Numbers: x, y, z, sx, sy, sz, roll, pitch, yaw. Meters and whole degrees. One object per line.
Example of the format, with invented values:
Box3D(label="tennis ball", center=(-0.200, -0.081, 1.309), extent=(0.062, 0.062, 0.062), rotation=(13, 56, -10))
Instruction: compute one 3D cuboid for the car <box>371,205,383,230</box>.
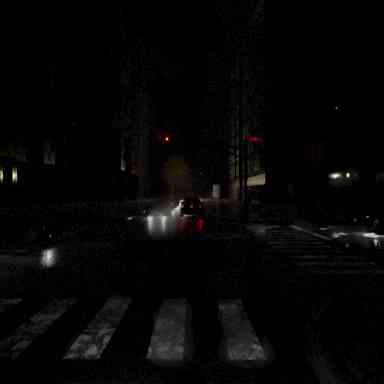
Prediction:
Box3D(label="car", center=(12.163, 1.568, 17.455), extent=(4.181, 1.385, 1.994), rotation=(0, 0, 0))

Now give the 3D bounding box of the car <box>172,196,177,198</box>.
Box3D(label="car", center=(-3.115, 1.464, 43.350), extent=(1.882, 1.535, 5.008), rotation=(0, 0, 0))

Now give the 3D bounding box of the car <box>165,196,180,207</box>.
Box3D(label="car", center=(-3.077, 1.475, 53.512), extent=(2.128, 1.511, 4.902), rotation=(0, 0, 0))

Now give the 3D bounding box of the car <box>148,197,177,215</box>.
Box3D(label="car", center=(-3.100, 1.537, 33.546), extent=(2.033, 1.411, 5.357), rotation=(0, 0, 4))

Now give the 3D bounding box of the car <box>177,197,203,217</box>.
Box3D(label="car", center=(0.006, 1.342, 31.479), extent=(2.097, 1.767, 4.553), rotation=(0, 0, 1))

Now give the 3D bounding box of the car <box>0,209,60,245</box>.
Box3D(label="car", center=(-8.450, 1.468, 14.616), extent=(5.008, 1.535, 1.882), rotation=(0, 0, -7))

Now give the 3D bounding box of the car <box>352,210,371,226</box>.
Box3D(label="car", center=(12.599, 1.489, 20.705), extent=(4.902, 1.511, 2.128), rotation=(0, 0, 0))

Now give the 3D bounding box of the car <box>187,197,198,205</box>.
Box3D(label="car", center=(0.007, 1.583, 59.472), extent=(1.895, 1.301, 4.718), rotation=(0, 0, 0))
